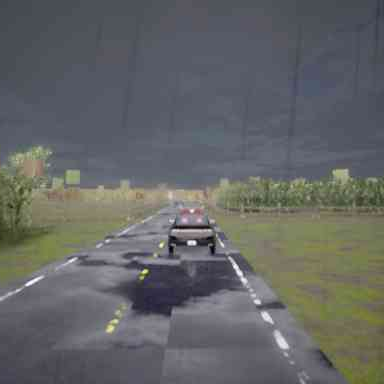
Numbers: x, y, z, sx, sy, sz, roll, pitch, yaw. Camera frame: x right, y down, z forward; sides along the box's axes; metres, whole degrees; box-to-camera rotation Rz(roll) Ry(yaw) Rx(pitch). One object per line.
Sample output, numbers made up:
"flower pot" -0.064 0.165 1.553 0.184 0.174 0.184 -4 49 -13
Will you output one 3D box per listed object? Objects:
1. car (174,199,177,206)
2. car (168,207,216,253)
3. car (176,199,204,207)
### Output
"car" -2.764 2.159 70.767 2.033 1.411 5.357 0 0 0
"car" 0.001 1.626 14.305 2.128 1.511 4.902 0 0 0
"car" -0.004 1.619 29.076 2.097 1.767 4.553 0 -1 0
